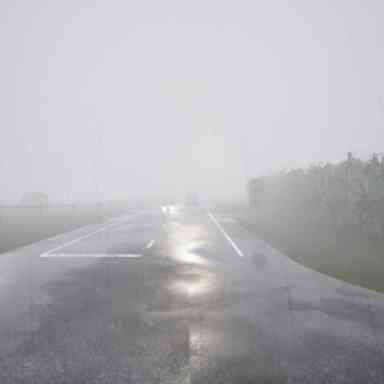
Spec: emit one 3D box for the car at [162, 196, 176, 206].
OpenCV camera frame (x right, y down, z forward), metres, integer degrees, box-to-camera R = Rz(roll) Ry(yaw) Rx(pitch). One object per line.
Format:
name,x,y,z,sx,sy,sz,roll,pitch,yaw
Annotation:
car,-3.507,1.314,51.837,2.128,1.511,4.902,0,0,0

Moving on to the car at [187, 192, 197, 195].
car,-0.008,1.026,57.692,2.150,2.045,5.566,0,0,0

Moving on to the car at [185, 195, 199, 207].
car,-0.007,1.452,47.690,1.895,1.301,4.718,0,0,0
